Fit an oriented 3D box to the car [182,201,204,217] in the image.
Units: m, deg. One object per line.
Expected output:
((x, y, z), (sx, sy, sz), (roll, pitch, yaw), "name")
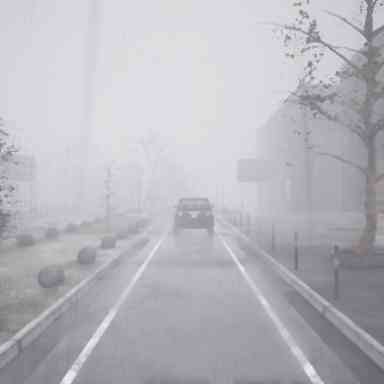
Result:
((0.094, 1.745, 35.843), (2.128, 1.511, 4.902), (0, -1, 0), "car")

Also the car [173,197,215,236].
((0.098, 1.327, 19.137), (2.150, 2.045, 5.566), (0, -1, 0), "car")
